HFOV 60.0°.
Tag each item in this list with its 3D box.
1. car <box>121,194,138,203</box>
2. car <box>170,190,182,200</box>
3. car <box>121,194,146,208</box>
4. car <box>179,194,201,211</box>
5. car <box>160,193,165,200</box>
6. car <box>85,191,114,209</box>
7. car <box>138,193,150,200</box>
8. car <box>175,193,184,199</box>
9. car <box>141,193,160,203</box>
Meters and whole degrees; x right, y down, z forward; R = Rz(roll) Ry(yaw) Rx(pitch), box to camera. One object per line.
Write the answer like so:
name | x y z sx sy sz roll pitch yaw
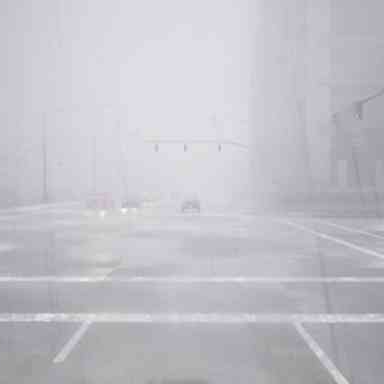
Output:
car | -10.436 1.103 55.842 1.994 1.385 4.181 0 0 1
car | -3.186 0.662 67.814 2.150 2.045 5.566 0 0 1
car | -7.211 1.231 40.198 1.994 1.385 4.181 0 1 1
car | -0.091 1.235 35.090 1.812 1.442 4.674 0 0 0
car | -6.656 0.879 69.753 2.128 1.511 4.902 0 0 1
car | -10.736 0.897 39.154 2.150 2.045 5.566 0 1 1
car | -10.144 0.858 70.511 1.812 1.442 4.674 0 0 1
car | -3.016 0.863 78.458 1.895 1.301 4.718 0 0 1
car | -6.964 1.098 54.460 2.033 1.411 5.357 0 0 1
